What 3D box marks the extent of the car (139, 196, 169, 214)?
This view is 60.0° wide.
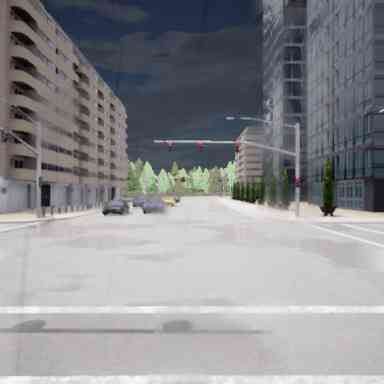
[{"bbox_3d":[-3.883,1.353,34.766,2.097,1.767,4.553,0,0,0],"label":"car"}]

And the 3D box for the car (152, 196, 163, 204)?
[{"bbox_3d":[-6.944,1.504,67.360,1.837,1.490,4.892,0,0,1],"label":"car"}]

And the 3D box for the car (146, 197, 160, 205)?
[{"bbox_3d":[-7.095,1.564,60.560,1.994,1.385,4.181,0,0,1],"label":"car"}]

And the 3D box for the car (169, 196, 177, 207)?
[{"bbox_3d":[-3.751,1.479,50.832,1.882,1.535,5.008,0,0,1],"label":"car"}]

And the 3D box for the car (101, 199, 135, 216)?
[{"bbox_3d":[-7.389,1.549,32.825,2.033,1.411,5.357,0,0,0],"label":"car"}]

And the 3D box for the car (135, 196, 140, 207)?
[{"bbox_3d":[-7.191,1.353,47.963,2.097,1.767,4.553,0,0,1],"label":"car"}]

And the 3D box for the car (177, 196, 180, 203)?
[{"bbox_3d":[-3.423,1.525,68.923,1.882,1.535,5.008,0,0,1],"label":"car"}]
